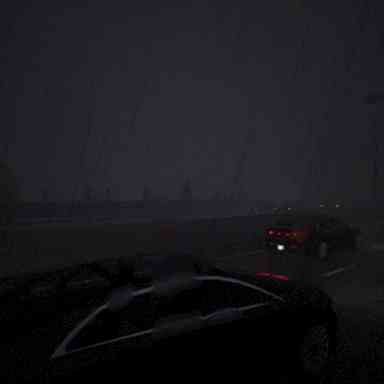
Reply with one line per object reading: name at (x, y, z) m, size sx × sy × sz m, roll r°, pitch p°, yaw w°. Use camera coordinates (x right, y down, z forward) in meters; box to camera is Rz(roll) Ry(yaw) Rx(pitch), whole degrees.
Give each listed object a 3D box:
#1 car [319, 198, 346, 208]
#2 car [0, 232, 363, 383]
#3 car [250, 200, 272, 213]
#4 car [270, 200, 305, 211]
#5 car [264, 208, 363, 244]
car at (15.049, 1.469, 35.570) m, size 2.097 × 1.767 × 4.553 m, roll 0°, pitch 0°, yaw 33°
car at (-0.252, 1.504, 3.805) m, size 4.902 × 1.511 × 2.128 m, roll 0°, pitch 0°, yaw -37°
car at (8.267, 1.616, 37.987) m, size 2.128 × 1.511 × 4.902 m, roll 0°, pitch 0°, yaw 34°
car at (10.084, 1.714, 34.419) m, size 1.895 × 1.301 × 4.718 m, roll 0°, pitch 0°, yaw 35°
car at (4.669, 1.546, 12.427) m, size 4.892 × 1.490 × 1.837 m, roll 0°, pitch 0°, yaw -42°
